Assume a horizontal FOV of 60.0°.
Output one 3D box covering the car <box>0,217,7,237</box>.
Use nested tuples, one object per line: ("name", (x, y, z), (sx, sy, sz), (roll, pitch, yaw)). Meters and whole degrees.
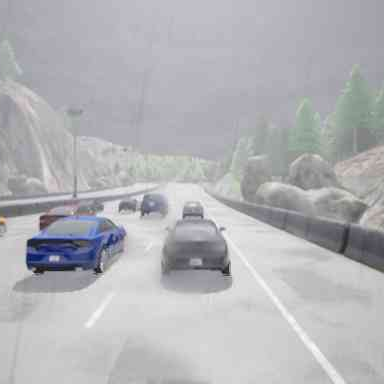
("car", (-10.405, 1.492, 15.069), (1.882, 1.535, 5.008), (0, 0, 0))

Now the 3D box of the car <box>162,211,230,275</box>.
("car", (0.097, 1.540, 10.383), (1.812, 1.442, 4.674), (0, 0, 0))

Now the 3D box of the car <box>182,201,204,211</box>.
("car", (0.091, 1.519, 28.990), (2.033, 1.411, 5.357), (0, 0, 0))

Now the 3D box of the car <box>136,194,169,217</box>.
("car", (-3.409, 1.181, 30.887), (2.150, 2.045, 5.566), (0, 0, 0))

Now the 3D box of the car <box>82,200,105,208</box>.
("car", (-10.410, 1.487, 33.991), (2.033, 1.411, 5.357), (0, 0, 0))

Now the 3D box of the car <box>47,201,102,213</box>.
("car", (-6.906, 1.488, 19.046), (1.882, 1.535, 5.008), (0, 0, 0))

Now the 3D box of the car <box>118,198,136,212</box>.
("car", (-6.911, 1.418, 37.122), (1.837, 1.490, 4.892), (0, 0, 0))

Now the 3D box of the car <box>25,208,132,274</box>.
("car", (-3.403, 1.492, 10.695), (1.882, 1.535, 5.008), (0, 0, 0))
